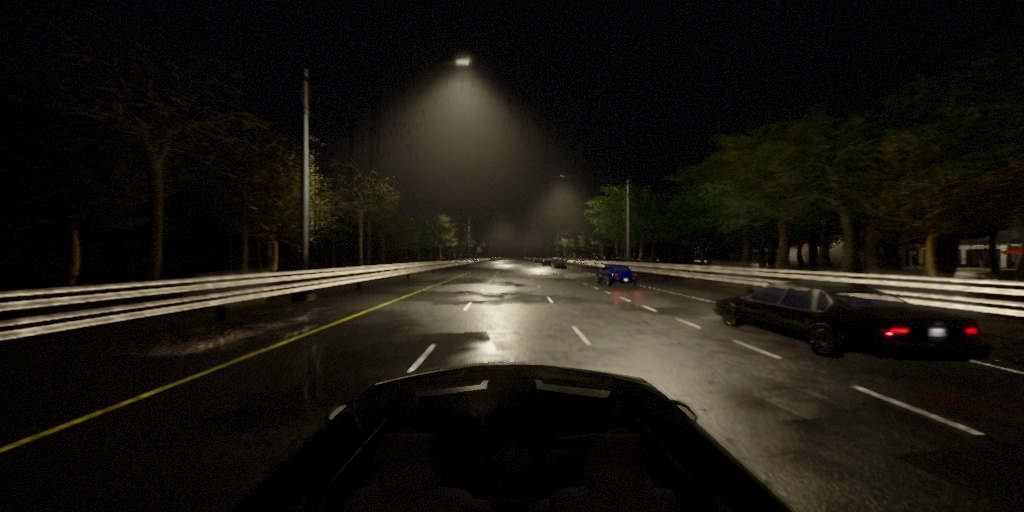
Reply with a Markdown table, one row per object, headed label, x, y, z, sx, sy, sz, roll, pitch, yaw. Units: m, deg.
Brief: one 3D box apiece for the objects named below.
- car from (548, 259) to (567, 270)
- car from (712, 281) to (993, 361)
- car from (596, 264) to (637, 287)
| label | x | y | z | sx | sy | sz | roll | pitch | yaw |
| --- | --- | --- | --- | --- | --- | --- | --- | --- | --- |
| car | 7.066 | 1.313 | 54.346 | 2.033 | 1.411 | 5.357 | 0 | 0 | 0 |
| car | 6.994 | 1.303 | 8.406 | 2.033 | 1.411 | 5.357 | 0 | 0 | 0 |
| car | 7.004 | 1.286 | 24.320 | 1.812 | 1.442 | 4.674 | 0 | 0 | 0 |
